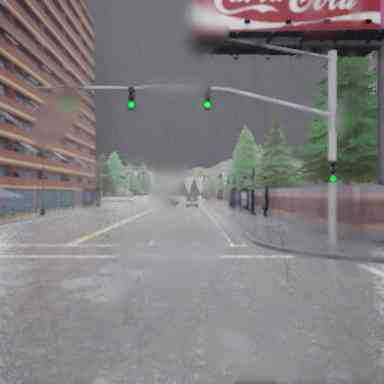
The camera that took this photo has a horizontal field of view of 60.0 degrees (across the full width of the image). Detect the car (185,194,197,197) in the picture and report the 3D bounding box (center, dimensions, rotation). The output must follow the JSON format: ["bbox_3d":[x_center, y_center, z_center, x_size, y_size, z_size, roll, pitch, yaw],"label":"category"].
[{"bbox_3d":[0.003,1.348,60.852,2.150,2.045,5.566,0,0,0],"label":"car"}]

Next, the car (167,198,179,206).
[{"bbox_3d":[-3.500,1.728,60.850,1.895,1.301,4.718,0,0,-6],"label":"car"}]

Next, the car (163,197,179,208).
[{"bbox_3d":[-3.498,1.613,51.744,1.837,1.490,4.892,0,0,0],"label":"car"}]

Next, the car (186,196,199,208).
[{"bbox_3d":[0.002,1.707,51.188,1.895,1.301,4.718,0,0,0],"label":"car"}]
